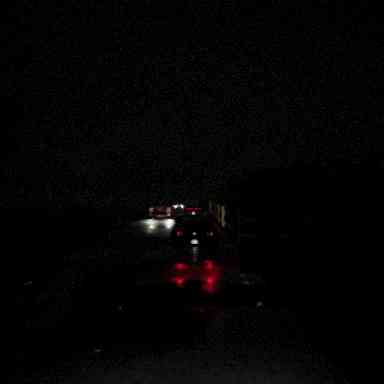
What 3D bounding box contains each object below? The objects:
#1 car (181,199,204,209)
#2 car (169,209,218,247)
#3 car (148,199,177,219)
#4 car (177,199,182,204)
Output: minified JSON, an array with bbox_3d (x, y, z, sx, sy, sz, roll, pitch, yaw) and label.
[{"bbox_3d":[0.127,1.706,32.577,1.837,1.490,4.892,0,0,0],"label":"car"},{"bbox_3d":[0.110,1.688,15.395,1.895,1.301,4.718,0,0,0],"label":"car"},{"bbox_3d":[-2.820,1.544,31.194,2.097,1.767,4.553,0,0,0],"label":"car"},{"bbox_3d":[-2.702,2.114,72.780,1.895,1.301,4.718,0,-1,0],"label":"car"}]
